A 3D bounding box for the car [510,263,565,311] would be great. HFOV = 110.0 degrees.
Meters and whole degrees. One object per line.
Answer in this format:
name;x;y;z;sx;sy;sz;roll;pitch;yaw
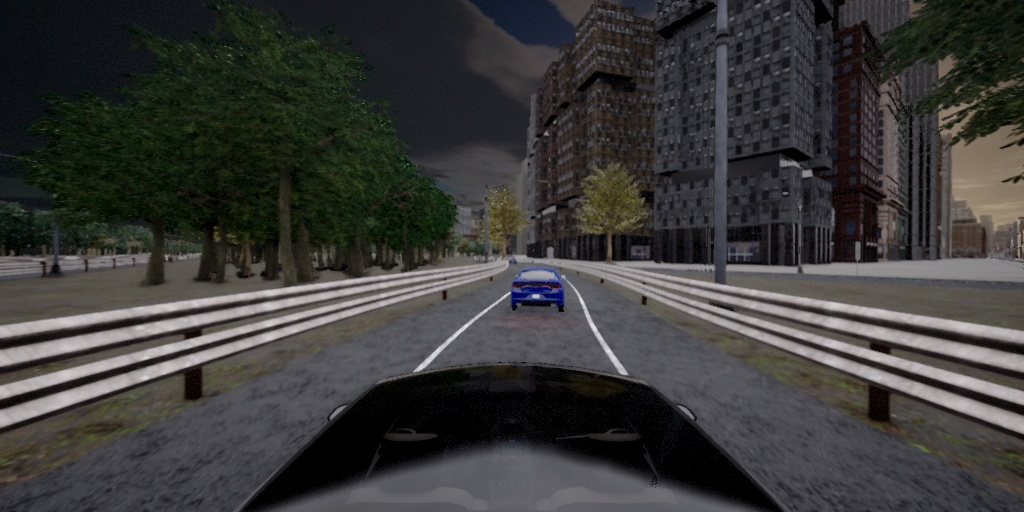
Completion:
car;1.091;1.183;14.332;1.882;1.535;5.008;0;0;7
